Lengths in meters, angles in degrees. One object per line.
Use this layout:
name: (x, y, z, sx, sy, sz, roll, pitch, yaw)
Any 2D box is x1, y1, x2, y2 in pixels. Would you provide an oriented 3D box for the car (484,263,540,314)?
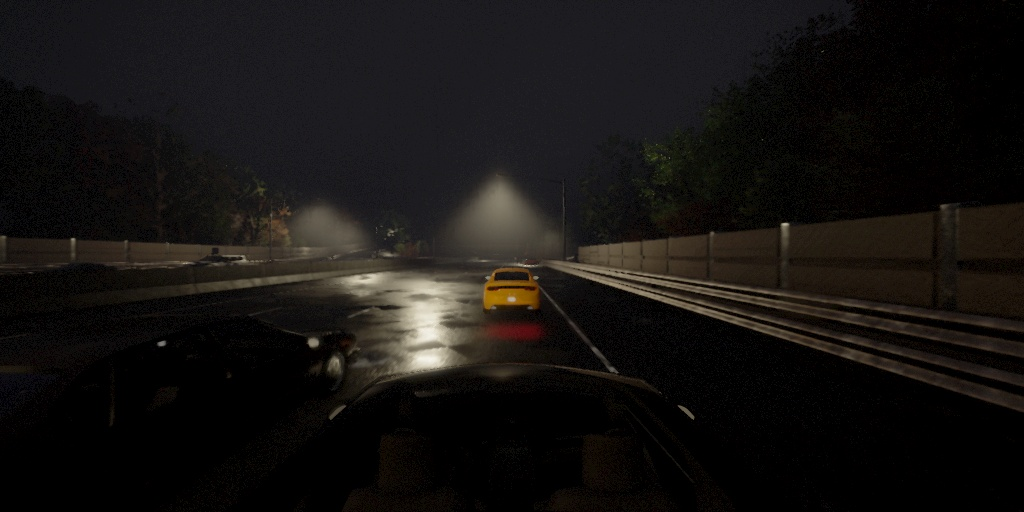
car: (0.002, 1.198, 13.680, 1.882, 1.535, 5.008, 0, 0, 0)

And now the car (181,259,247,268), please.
car: (-21.072, 1.190, 24.349, 2.128, 1.511, 4.902, 0, 0, 0)

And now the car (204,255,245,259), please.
car: (-28.066, 0.911, 34.410, 2.150, 2.045, 5.566, 0, 0, 0)

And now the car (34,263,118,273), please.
car: (-31.556, 1.222, 26.103, 1.812, 1.442, 4.674, 0, 0, 0)

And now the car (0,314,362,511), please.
car: (-3.400, 1.292, 3.449, 2.033, 1.411, 5.357, 0, 0, 0)

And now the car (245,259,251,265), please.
car: (-24.577, 1.237, 31.561, 2.033, 1.411, 5.357, 0, 0, 0)
